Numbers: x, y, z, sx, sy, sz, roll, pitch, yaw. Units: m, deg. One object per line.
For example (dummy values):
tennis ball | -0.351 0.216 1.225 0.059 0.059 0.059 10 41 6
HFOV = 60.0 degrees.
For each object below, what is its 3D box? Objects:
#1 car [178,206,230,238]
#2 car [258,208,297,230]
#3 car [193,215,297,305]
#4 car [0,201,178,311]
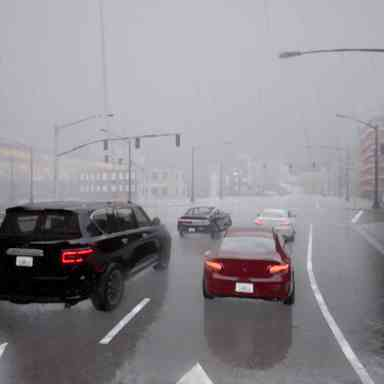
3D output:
car | 0.784 1.498 17.289 2.128 1.511 4.902 0 0 19
car | 4.191 1.532 16.557 1.812 1.442 4.674 0 0 20
car | 1.452 1.529 8.124 1.812 1.442 4.674 0 0 13
car | -2.161 1.224 8.040 2.150 2.045 5.566 0 0 12
